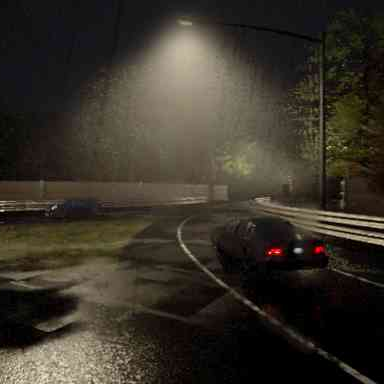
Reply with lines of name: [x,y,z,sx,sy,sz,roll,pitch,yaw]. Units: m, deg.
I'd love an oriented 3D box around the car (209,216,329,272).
car: [2.070,1.475,10.611,2.033,1.411,5.357,0,0,-12]

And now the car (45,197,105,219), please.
car: [-9.772,1.215,27.829,4.553,1.767,2.097,-1,0,-37]
